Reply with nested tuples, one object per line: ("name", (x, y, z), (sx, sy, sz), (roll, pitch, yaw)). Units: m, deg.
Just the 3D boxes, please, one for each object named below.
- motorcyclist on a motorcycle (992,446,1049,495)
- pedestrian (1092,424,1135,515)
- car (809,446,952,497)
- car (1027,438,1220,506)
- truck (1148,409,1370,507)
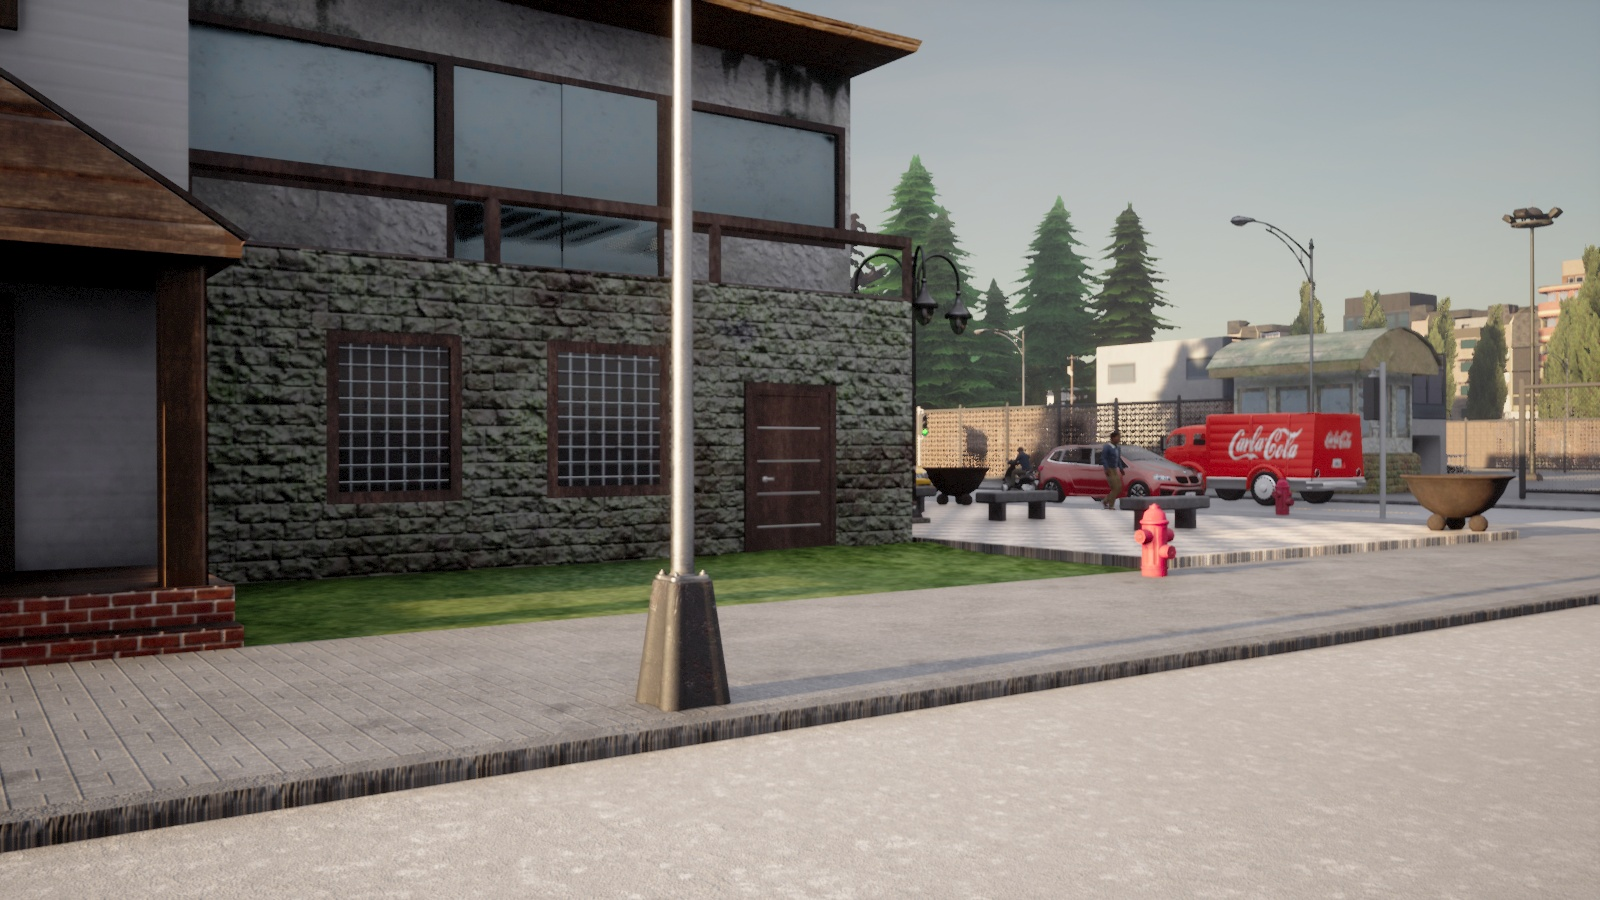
("motorcyclist on a motorcycle", (7.384, 0.670, 42.072), (0.866, 1.590, 1.817), (0, 0, -34))
("pedestrian", (6.854, 0.420, 27.474), (0.423, 1.949, 0.788), (0, 0, -43))
("car", (2.605, 0.681, 41.991), (1.801, 1.575, 5.366), (0, 0, -35))
("car", (8.523, 0.553, 33.485), (2.242, 1.667, 4.611), (0, 0, -35))
("truck", (12.546, 0.202, 34.682), (2.627, 2.467, 5.204), (0, 0, -34))
